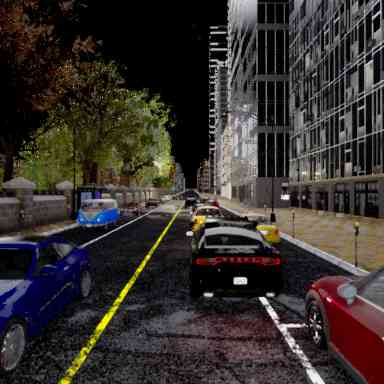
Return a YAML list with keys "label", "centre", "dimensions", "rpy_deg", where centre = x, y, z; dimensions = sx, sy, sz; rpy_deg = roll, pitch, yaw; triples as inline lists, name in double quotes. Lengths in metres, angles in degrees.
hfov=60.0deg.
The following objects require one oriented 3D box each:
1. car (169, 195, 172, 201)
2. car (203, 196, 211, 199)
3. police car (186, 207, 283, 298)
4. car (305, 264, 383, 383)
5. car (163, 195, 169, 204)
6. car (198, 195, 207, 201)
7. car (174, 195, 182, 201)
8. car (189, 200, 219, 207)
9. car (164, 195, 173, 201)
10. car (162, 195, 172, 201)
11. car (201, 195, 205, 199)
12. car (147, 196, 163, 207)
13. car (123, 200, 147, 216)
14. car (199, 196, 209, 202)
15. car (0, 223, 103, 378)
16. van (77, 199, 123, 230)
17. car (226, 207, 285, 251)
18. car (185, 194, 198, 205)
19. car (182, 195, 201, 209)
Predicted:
- label: "car"
  centre: [-5.819, 1.434, 71.541]
  dimensions: [1.752, 1.417, 4.829]
  rpy_deg: [0, 0, 0]
- label: "car"
  centre: [2.614, 1.551, 43.297]
  dimensions: [1.802, 1.307, 4.206]
  rpy_deg: [0, 0, 0]
- label: "police car"
  centre: [0.884, 1.426, 8.691]
  dimensions: [1.930, 1.638, 5.238]
  rpy_deg: [0, 0, 0]
- label: "car"
  centre: [2.688, 1.441, 3.524]
  dimensions: [1.967, 1.590, 4.097]
  rpy_deg: [0, 0, 0]
- label: "car"
  centre: [-5.799, 1.487, 60.346]
  dimensions: [2.008, 1.369, 4.403]
  rpy_deg: [0, 0, 0]
- label: "car"
  centre: [2.540, 1.427, 83.067]
  dimensions: [2.008, 1.369, 4.403]
  rpy_deg: [0, 0, 0]
- label: "car"
  centre: [-3.150, 1.391, 79.739]
  dimensions: [1.837, 1.490, 4.892]
  rpy_deg: [0, 0, 0]
- label: "car"
  centre: [0.865, 1.452, 18.772]
  dimensions: [1.801, 1.575, 5.366]
  rpy_deg: [0, 0, 0]
- label: "car"
  centre: [-5.841, 1.427, 83.078]
  dimensions: [2.008, 1.369, 4.403]
  rpy_deg: [0, 0, 0]
- label: "car"
  centre: [-5.830, 1.443, 77.394]
  dimensions: [2.008, 1.369, 4.403]
  rpy_deg: [0, 0, 0]
- label: "car"
  centre: [2.582, 1.481, 60.341]
  dimensions: [1.887, 1.381, 4.507]
  rpy_deg: [0, 0, 0]
- label: "car"
  centre: [-5.777, 1.504, 48.979]
  dimensions: [1.887, 1.381, 4.507]
  rpy_deg: [0, 0, 0]
- label: "car"
  centre: [-5.746, 1.566, 31.932]
  dimensions: [1.802, 1.307, 4.206]
  rpy_deg: [0, 0, 0]
- label: "car"
  centre: [2.561, 1.474, 71.703]
  dimensions: [1.947, 1.339, 4.313]
  rpy_deg: [0, 0, 0]
- label: "car"
  centre: [-3.099, 1.526, 5.644]
  dimensions: [1.812, 1.442, 4.674]
  rpy_deg: [0, 0, 0]
- label: "van"
  centre: [-5.724, 1.337, 20.565]
  dimensions: [1.690, 1.788, 3.998]
  rpy_deg: [0, 0, 0]
- label: "car"
  centre: [2.666, 1.524, 15.060]
  dimensions: [1.752, 1.417, 4.829]
  rpy_deg: [0, 0, 0]
- label: "car"
  centre: [-0.111, 1.291, 58.994]
  dimensions: [2.097, 1.767, 4.553]
  rpy_deg: [0, 0, 0]
- label: "car"
  centre: [-0.073, 1.471, 45.366]
  dimensions: [1.837, 1.490, 4.892]
  rpy_deg: [0, 0, 0]
